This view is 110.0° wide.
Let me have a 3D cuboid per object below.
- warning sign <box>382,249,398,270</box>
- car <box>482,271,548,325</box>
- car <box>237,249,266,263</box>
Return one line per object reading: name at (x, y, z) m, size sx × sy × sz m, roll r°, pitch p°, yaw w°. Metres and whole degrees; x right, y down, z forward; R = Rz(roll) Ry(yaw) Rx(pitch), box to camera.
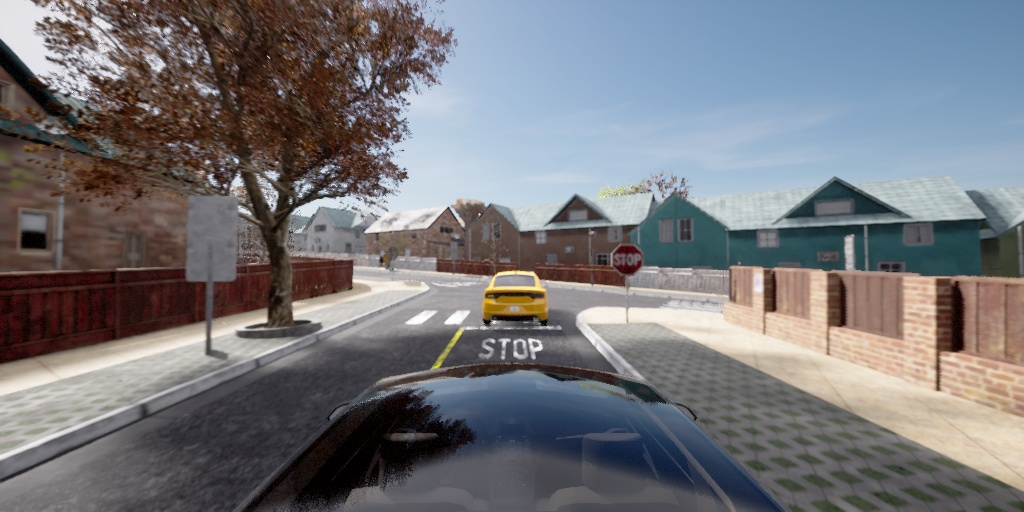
warning sign at (-12.284, 0.475, 35.376) m, size 1.060 × 1.860 × 1.300 m, roll 0°, pitch 0°, yaw 32°
car at (0.141, 1.239, 11.979) m, size 1.882 × 1.535 × 5.008 m, roll 0°, pitch 0°, yaw 2°
car at (-29.117, 0.199, 39.636) m, size 4.902 × 1.511 × 2.128 m, roll 2°, pitch 0°, yaw 32°
